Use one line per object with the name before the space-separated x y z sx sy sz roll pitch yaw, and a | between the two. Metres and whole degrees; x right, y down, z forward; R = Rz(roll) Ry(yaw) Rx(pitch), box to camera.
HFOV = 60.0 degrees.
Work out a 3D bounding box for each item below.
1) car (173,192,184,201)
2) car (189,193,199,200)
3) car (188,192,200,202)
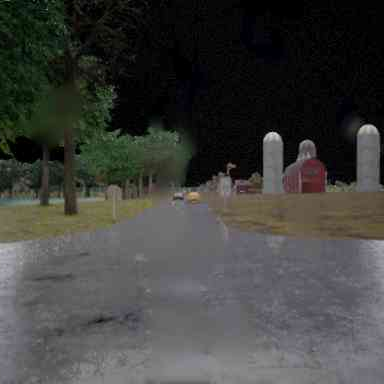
car | -2.434 0.781 60.044 1.882 1.535 5.008 0 0 0
car | 0.347 0.888 65.893 1.895 1.301 4.718 0 0 0
car | 0.291 0.799 55.442 1.882 1.535 5.008 0 0 0
